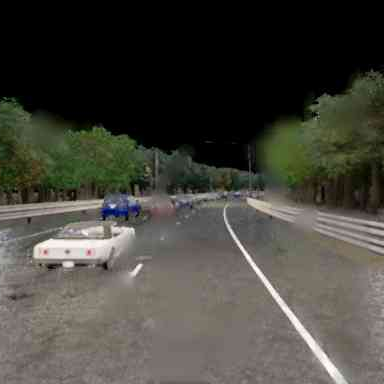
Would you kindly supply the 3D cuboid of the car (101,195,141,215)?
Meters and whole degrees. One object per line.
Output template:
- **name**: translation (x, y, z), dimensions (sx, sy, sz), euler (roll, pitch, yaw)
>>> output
- **car**: translation (-5.840, 1.242, 27.901), dimensions (2.150, 2.045, 5.566), euler (0, 0, 4)

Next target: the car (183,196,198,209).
- **car**: translation (-0.772, 1.383, 45.808), dimensions (2.097, 1.767, 4.553), euler (0, 0, 7)

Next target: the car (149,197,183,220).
- **car**: translation (-2.262, 1.378, 28.606), dimensions (2.097, 1.767, 4.553), euler (0, 0, 4)

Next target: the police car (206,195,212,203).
- **police car**: translation (2.346, 1.416, 67.436), dimensions (1.930, 1.638, 5.238), euler (0, 0, 10)

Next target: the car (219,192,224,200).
- **car**: translation (6.570, 1.426, 88.626), dimensions (2.033, 1.411, 5.357), euler (0, 0, 13)

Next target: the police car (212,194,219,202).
- **police car**: translation (4.306, 1.440, 78.006), dimensions (2.038, 1.542, 4.974), euler (0, 0, 11)

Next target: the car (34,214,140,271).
- **car**: translation (-3.192, 1.619, 10.998), dimensions (1.895, 1.301, 4.718), euler (0, 0, 2)

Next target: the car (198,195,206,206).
- **car**: translation (0.636, 1.520, 56.604), dimensions (2.128, 1.511, 4.902), euler (0, 0, 8)
